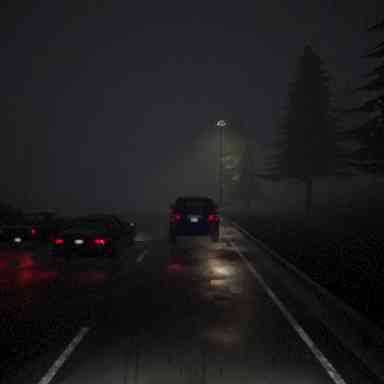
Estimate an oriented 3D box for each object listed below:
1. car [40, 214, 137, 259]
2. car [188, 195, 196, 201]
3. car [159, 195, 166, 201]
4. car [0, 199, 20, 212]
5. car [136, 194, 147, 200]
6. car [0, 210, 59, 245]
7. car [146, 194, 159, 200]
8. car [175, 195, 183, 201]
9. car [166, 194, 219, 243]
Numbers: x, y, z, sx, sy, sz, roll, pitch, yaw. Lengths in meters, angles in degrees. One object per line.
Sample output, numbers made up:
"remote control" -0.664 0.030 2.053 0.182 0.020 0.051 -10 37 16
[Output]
"car" -3.401 1.551 12.531 2.033 1.411 5.357 0 0 0
"car" 0.030 1.571 90.162 1.994 1.385 4.181 0 0 0
"car" -6.970 1.559 89.395 2.033 1.411 5.357 0 0 0
"car" -10.397 1.228 16.245 2.150 2.045 5.566 0 0 0
"car" -13.970 1.537 89.847 1.812 1.442 4.674 0 0 0
"car" -6.898 1.605 15.426 1.895 1.301 4.718 0 0 0
"car" -10.470 1.536 89.846 1.812 1.442 4.674 0 0 0
"car" -3.470 1.559 89.394 2.033 1.411 5.357 0 0 0
"car" 0.104 1.227 16.311 2.150 2.045 5.566 0 0 0
